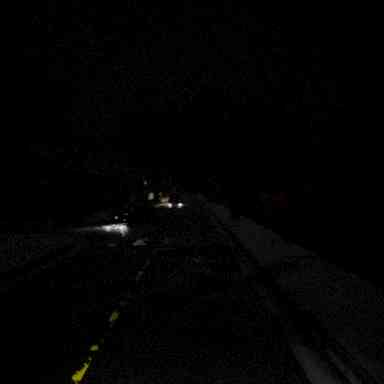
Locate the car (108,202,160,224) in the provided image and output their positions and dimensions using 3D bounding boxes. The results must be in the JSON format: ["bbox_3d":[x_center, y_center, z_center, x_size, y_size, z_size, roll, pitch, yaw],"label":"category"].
[{"bbox_3d":[-4.099,1.445,24.042,1.994,1.385,4.181,0,2,29],"label":"car"}]

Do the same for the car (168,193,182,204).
[{"bbox_3d":[-2.727,0.945,54.581,2.097,1.767,4.553,0,0,0],"label":"car"}]
